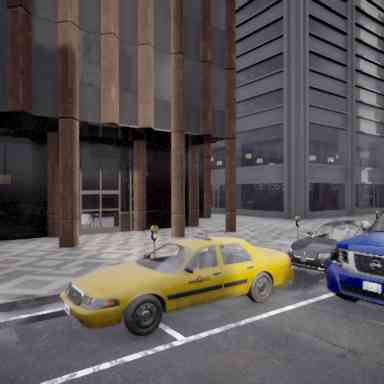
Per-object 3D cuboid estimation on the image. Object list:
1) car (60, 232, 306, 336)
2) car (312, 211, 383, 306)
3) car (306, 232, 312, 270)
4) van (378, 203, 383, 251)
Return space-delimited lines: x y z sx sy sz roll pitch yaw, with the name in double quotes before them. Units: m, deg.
"car" -0.012 1.525 6.647 4.829 1.417 1.752 0 0 -36
"car" 5.235 1.221 7.125 5.566 2.045 2.150 0 0 -36
"car" 4.709 1.551 10.027 4.403 1.369 2.008 0 0 -36
"van" 9.292 1.342 13.309 3.998 1.788 1.690 0 0 -36
